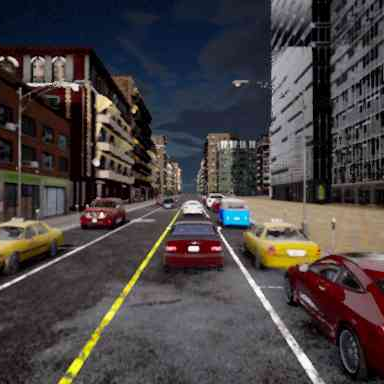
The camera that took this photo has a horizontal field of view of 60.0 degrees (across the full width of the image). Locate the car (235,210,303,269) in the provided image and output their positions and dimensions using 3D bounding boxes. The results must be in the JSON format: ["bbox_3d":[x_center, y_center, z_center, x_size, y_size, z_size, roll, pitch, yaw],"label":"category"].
[{"bbox_3d":[2.702,1.540,10.917,1.752,1.417,4.829,1,0,0],"label":"car"}]

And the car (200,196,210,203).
[{"bbox_3d":[2.703,1.661,72.015,2.008,1.369,4.403,1,0,0],"label":"car"}]

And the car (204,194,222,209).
[{"bbox_3d":[3.107,1.294,44.976,2.150,2.045,5.566,0,0,0],"label":"car"}]

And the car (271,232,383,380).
[{"bbox_3d":[2.701,1.589,5.178,1.802,1.307,4.206,1,0,0],"label":"car"}]

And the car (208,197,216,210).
[{"bbox_3d":[3.149,1.581,37.945,1.812,1.442,4.674,0,0,0],"label":"car"}]

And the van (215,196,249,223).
[{"bbox_3d":[2.705,1.372,21.889,1.690,1.788,3.998,1,0,0],"label":"van"}]

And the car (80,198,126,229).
[{"bbox_3d":[-5.675,1.346,21.889,2.192,1.841,5.009,1,0,0],"label":"car"}]

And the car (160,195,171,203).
[{"bbox_3d":[-5.676,1.550,72.017,1.967,1.590,4.097,1,0,0],"label":"car"}]

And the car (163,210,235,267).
[{"bbox_3d":[0.064,1.563,11.414,2.033,1.411,5.357,0,0,0],"label":"car"}]

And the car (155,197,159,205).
[{"bbox_3d":[-5.678,1.636,60.877,1.887,1.381,4.507,1,0,0],"label":"car"}]

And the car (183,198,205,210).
[{"bbox_3d":[0.089,1.572,32.498,1.812,1.442,4.674,0,0,0],"label":"car"}]

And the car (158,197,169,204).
[{"bbox_3d":[-5.678,1.667,66.447,1.947,1.339,4.313,1,0,0],"label":"car"}]

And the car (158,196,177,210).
[{"bbox_3d":[-3.092,1.592,44.980,1.812,1.442,4.674,0,0,0],"label":"car"}]

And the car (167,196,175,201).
[{"bbox_3d":[-5.678,1.721,88.726,1.802,1.307,4.206,1,0,0],"label":"car"}]

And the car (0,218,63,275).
[{"bbox_3d":[-5.678,1.540,10.580,1.752,1.417,4.829,1,0,0],"label":"car"}]
